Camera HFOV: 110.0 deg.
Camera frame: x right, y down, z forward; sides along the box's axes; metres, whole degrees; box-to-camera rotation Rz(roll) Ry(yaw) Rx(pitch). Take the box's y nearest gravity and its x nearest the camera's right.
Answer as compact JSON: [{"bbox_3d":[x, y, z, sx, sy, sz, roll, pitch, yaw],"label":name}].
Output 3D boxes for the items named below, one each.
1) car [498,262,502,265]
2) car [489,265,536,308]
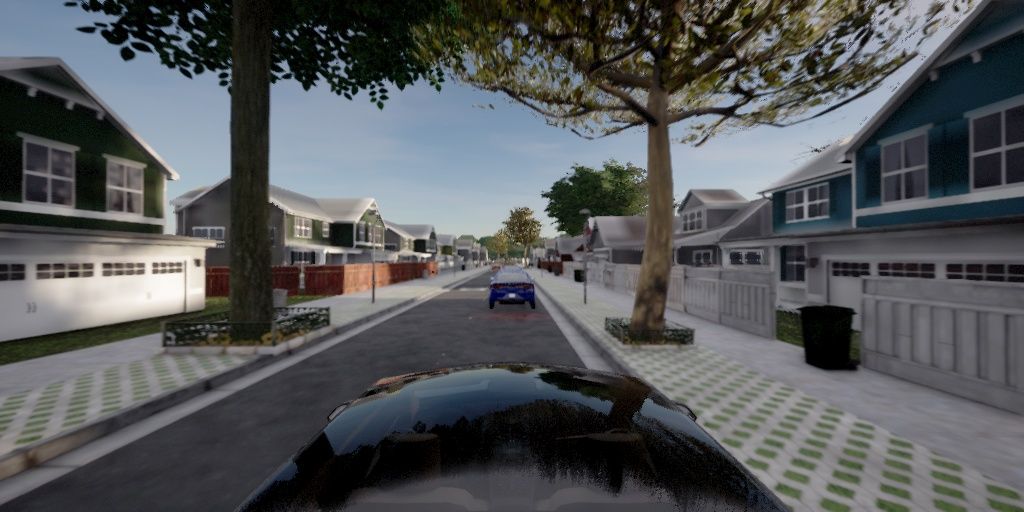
[{"bbox_3d":[0.022,1.528,31.106,1.882,1.535,5.008,0,0,0],"label":"car"},{"bbox_3d":[0.023,1.371,16.095,1.882,1.535,5.008,0,0,0],"label":"car"}]
